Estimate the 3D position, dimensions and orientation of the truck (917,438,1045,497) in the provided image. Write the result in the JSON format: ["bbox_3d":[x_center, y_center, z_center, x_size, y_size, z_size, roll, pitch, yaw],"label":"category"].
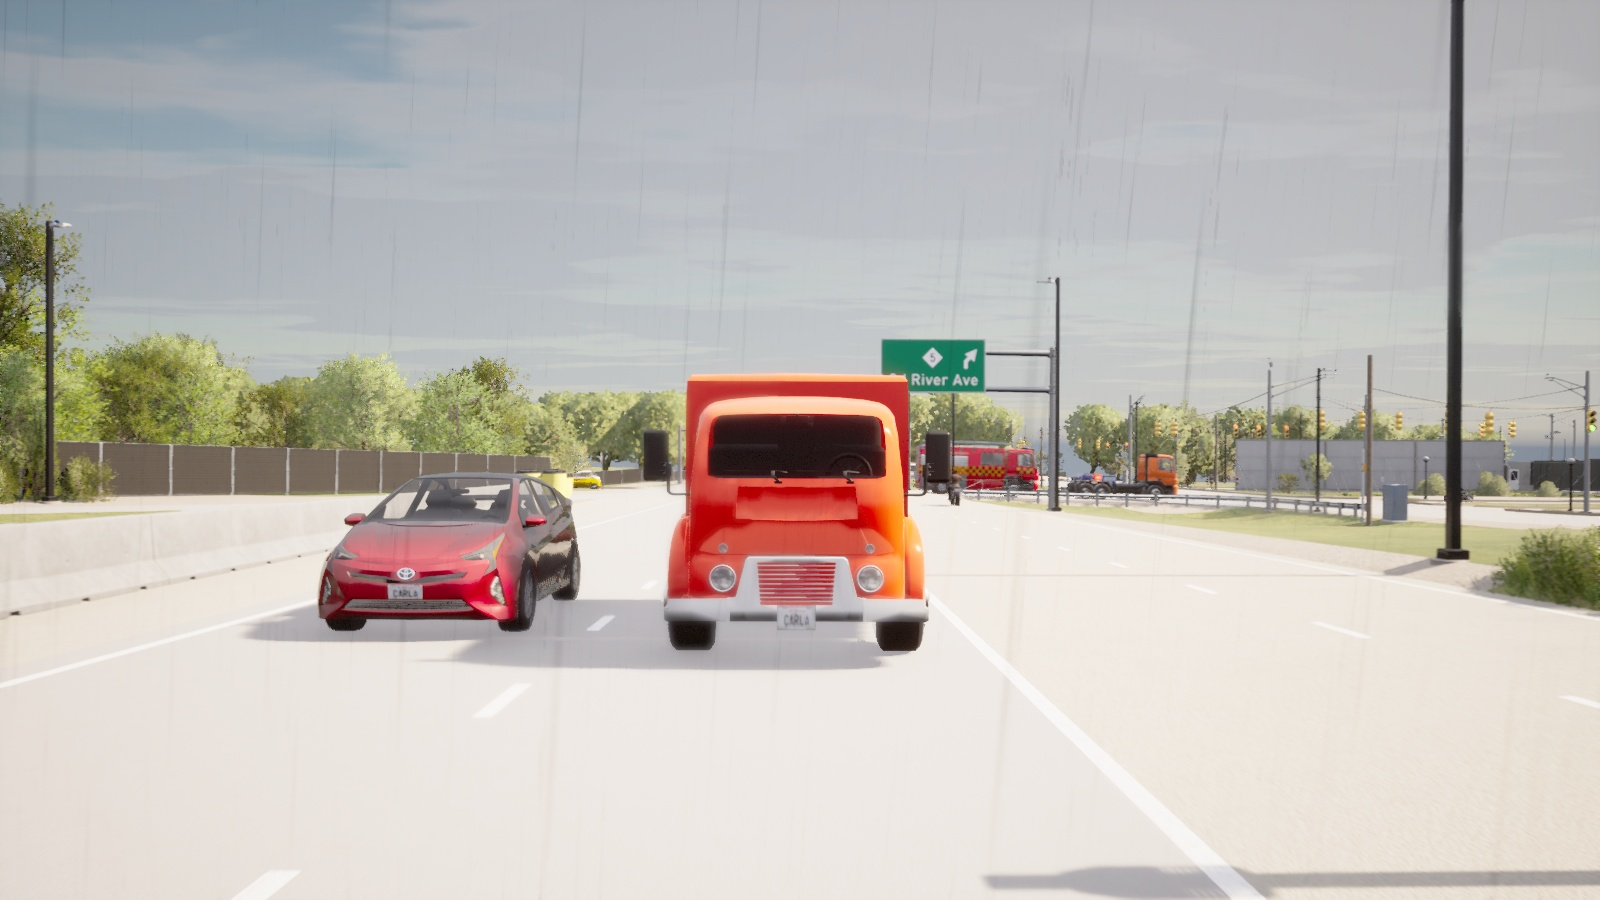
[{"bbox_3d":[12.626,1.216,88.280,8.468,3.827,2.891,2,-1,0],"label":"truck"}]

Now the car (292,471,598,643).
[{"bbox_3d":[-3.531,0.994,13.468,2.007,1.525,4.514,0,-1,0],"label":"car"}]

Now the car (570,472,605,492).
[{"bbox_3d":[-14.894,2.248,88.158,2.207,1.376,1.481,0,0,0],"label":"car"}]

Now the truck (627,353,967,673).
[{"bbox_3d":[-0.030,0.529,12.345,2.627,2.467,5.204,0,-1,0],"label":"truck"}]

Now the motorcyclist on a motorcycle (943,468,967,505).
[{"bbox_3d":[6.870,1.611,55.891,0.766,1.649,2.350,0,-1,0],"label":"motorcyclist on a motorcycle"}]

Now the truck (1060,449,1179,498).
[{"bbox_3d":[23.290,1.718,91.872,7.936,3.462,2.891,1,-1,-1],"label":"truck"}]
